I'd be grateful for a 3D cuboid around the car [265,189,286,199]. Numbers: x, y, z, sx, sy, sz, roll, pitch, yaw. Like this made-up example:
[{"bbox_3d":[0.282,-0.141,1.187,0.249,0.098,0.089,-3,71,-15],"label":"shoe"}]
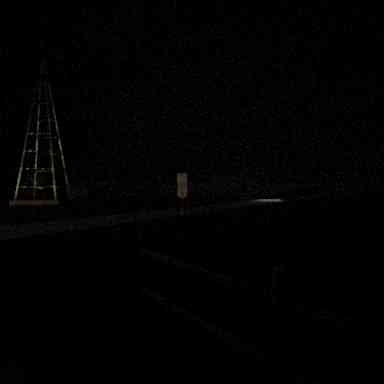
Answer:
[{"bbox_3d":[12.834,0.320,50.774,1.837,1.490,4.892,-1,1,35],"label":"car"}]
